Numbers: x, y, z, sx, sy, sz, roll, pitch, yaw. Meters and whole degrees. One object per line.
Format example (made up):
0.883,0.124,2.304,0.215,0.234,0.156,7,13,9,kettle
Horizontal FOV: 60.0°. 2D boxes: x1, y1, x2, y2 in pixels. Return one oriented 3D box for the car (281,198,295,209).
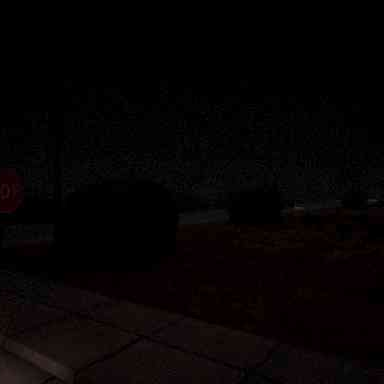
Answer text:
12.515,1.558,45.469,1.837,1.490,4.892,0,0,38,car
